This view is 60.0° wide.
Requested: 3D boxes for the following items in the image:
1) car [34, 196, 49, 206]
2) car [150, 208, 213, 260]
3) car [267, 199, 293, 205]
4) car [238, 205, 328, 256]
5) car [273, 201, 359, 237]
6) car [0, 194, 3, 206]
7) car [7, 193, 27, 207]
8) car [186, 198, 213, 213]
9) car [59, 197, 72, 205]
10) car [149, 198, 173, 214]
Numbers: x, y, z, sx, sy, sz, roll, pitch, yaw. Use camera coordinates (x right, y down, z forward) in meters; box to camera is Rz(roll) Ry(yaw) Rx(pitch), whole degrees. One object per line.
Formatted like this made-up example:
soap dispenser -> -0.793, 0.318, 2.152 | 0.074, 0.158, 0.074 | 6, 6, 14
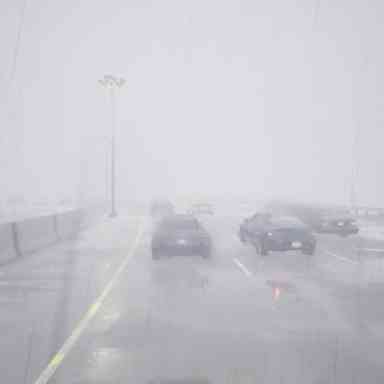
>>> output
car -> -23.746, 1.395, 52.749 | 1.812, 1.442, 4.674 | 0, 0, -20
car -> -0.455, 1.501, 12.299 | 1.994, 1.385, 4.181 | 0, 0, -4
car -> 7.982, 1.317, 29.414 | 1.812, 1.442, 4.674 | 0, 0, -10
car -> 3.048, 1.438, 12.572 | 1.812, 1.442, 4.674 | 0, 0, -4
car -> 6.171, 1.417, 16.853 | 2.033, 1.411, 5.357 | 0, 0, -6
car -> -30.395, 1.156, 50.564 | 2.150, 2.045, 5.566 | 0, 0, -20
car -> -26.974, 1.131, 51.378 | 2.150, 2.045, 5.566 | 0, 0, -20
car -> 0.621, 1.308, 30.925 | 1.882, 1.535, 5.008 | 0, 0, -11
car -> -20.406, 1.444, 53.852 | 1.895, 1.301, 4.718 | 0, 0, -20
car -> -2.918, 1.331, 30.755 | 1.882, 1.535, 5.008 | 0, 0, -11
